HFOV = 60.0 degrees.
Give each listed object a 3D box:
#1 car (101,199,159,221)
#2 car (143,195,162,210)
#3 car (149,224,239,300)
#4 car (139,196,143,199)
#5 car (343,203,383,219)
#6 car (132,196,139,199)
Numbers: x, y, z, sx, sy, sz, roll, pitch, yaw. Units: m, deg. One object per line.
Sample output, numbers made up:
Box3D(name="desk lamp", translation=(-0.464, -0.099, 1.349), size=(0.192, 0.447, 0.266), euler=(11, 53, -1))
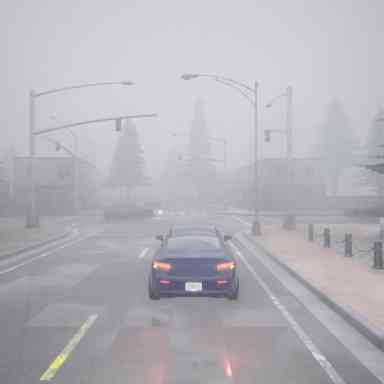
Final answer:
Box3D(name="car", translation=(-5.167, 1.547, 26.862), size=(4.181, 1.385, 1.994), euler=(0, 0, -24))
Box3D(name="car", translation=(-4.938, 1.443, 43.084), size=(1.882, 1.535, 5.008), euler=(0, 0, -6))
Box3D(name="car", translation=(0.041, 1.526, 8.256), size=(1.812, 1.442, 4.674), euler=(0, 0, 0))
Box3D(name="car", translation=(-6.689, 1.318, 52.971), size=(2.097, 1.767, 4.553), euler=(0, 0, -15))
Box3D(name="car", translation=(15.443, 1.585, 28.132), size=(4.718, 1.301, 1.895), euler=(0, 0, 2))
Box3D(name="car", translation=(-10.082, 1.470, 62.777), size=(1.837, 1.490, 4.892), euler=(0, 0, -23))
